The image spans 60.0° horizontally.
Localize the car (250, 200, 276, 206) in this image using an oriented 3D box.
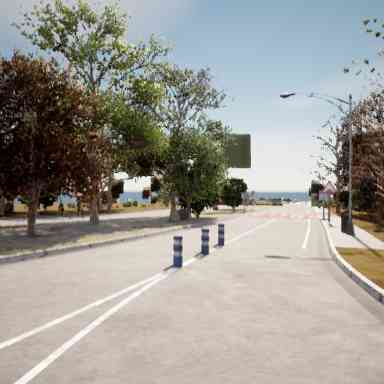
[{"bbox_3d":[19.845,3.260,93.064,5.366,1.575,1.946,0,-3,19],"label":"car"}]
